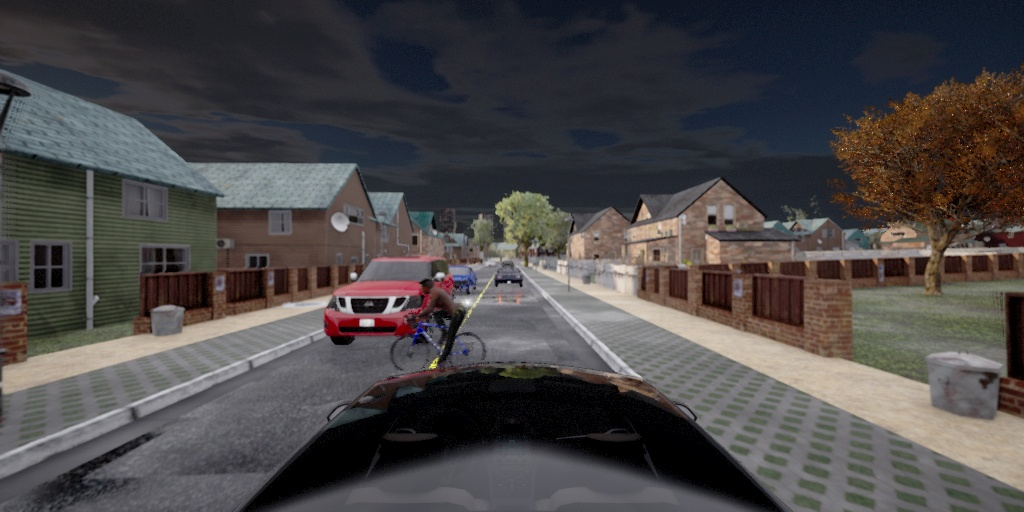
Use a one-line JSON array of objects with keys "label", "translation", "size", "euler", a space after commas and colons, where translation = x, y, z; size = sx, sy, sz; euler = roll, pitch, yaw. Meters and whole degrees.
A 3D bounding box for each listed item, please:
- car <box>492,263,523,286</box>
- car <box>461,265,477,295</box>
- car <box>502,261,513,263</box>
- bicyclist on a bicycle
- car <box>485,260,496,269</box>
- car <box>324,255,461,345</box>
[{"label": "car", "translation": [-0.239, 1.419, 25.664], "size": [1.895, 1.301, 4.718], "euler": [0, 0, -1]}, {"label": "car", "translation": [-3.103, 1.284, 20.424], "size": [1.882, 1.535, 5.008], "euler": [0, 0, 0]}, {"label": "car", "translation": [-0.549, 1.361, 46.577], "size": [1.837, 1.490, 4.892], "euler": [0, -1, -1]}, {"label": "bicyclist on a bicycle", "translation": [-1.291, 1.213, 6.192], "size": [1.656, 1.620, 0.582], "euler": [-2, 0, -1]}, {"label": "car", "translation": [-3.689, 1.412, 62.388], "size": [1.812, 1.442, 4.674], "euler": [0, 0, 0]}, {"label": "car", "translation": [-2.950, 0.998, 9.982], "size": [2.150, 2.045, 5.566], "euler": [0, 0, -1]}]
